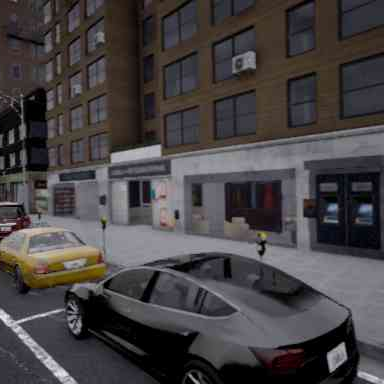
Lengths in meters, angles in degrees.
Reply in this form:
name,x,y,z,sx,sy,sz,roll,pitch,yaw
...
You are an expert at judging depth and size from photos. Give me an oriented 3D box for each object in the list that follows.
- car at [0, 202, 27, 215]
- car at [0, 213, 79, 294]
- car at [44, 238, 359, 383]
name,x,y,z,sx,sy,sz,roll,pitch,yaw
car,-7.641,1.288,12.551,2.192,1.841,5.009,-2,1,-43
car,-4.004,1.473,8.621,1.752,1.417,4.829,-2,1,-43
car,-0.141,1.486,4.438,1.947,1.339,4.313,-2,1,-43
